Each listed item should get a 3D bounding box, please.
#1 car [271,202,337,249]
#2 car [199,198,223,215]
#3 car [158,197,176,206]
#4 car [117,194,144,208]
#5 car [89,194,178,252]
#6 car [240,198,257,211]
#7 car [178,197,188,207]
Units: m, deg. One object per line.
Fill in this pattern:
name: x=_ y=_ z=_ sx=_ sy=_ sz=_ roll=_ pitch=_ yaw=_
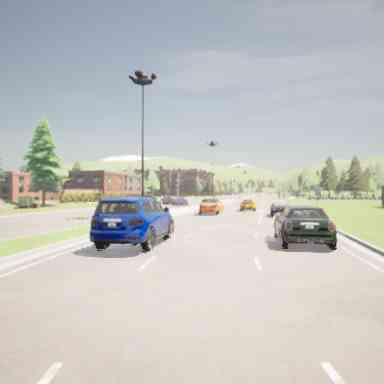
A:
car: x=4.892 y=1.378 z=14.873 sx=2.097 sy=1.767 sz=4.553 roll=0 pitch=0 yaw=10
car: x=2.071 y=1.415 z=35.234 sx=2.097 sy=1.767 sz=4.553 roll=0 pitch=0 yaw=12
car: x=-4.459 y=1.607 z=59.326 sx=1.837 sy=1.490 sz=4.892 roll=0 pitch=0 yaw=13
car: x=-9.584 y=1.312 z=52.643 sx=2.150 sy=2.045 sz=5.566 roll=0 pitch=0 yaw=13
car: x=-2.353 y=1.246 z=14.304 sx=2.150 sy=2.045 sz=5.566 roll=0 pitch=0 yaw=9
car: x=7.147 y=1.550 z=41.889 sx=1.882 sy=1.535 sz=5.008 roll=0 pitch=-1 yaw=13
car: x=-1.938 y=1.619 z=54.678 sx=1.812 sy=1.442 sz=4.674 roll=0 pitch=0 yaw=13
